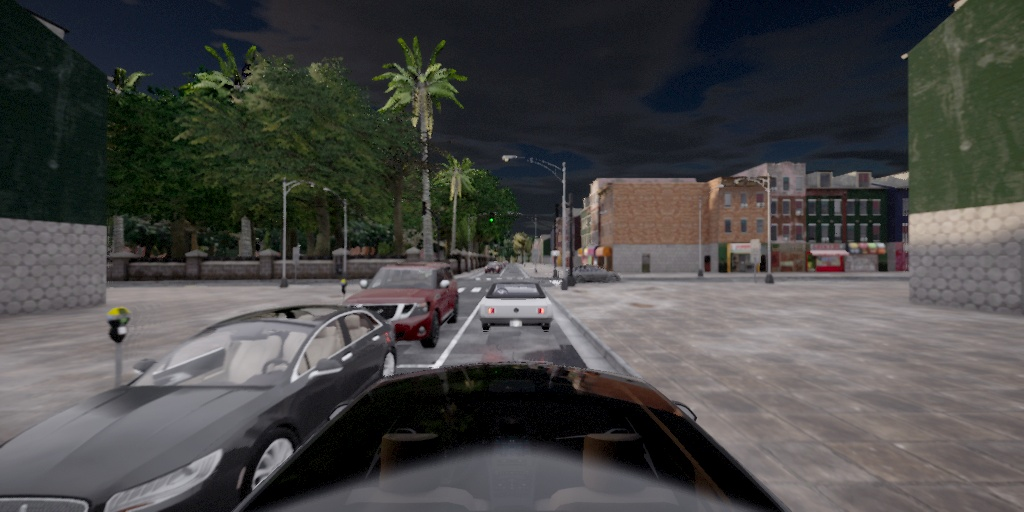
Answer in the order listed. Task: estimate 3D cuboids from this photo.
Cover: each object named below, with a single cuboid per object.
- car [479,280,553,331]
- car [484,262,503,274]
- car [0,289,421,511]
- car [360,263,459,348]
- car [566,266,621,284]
[{"bbox_3d":[0.105,1.403,11.136,1.895,1.301,4.718,0,0,0],"label":"car"},{"bbox_3d":[-2.610,1.524,47.685,1.967,1.591,4.097,0,0,0],"label":"car"},{"bbox_3d":[-2.636,1.313,4.076,2.007,1.370,4.403,0,0,0],"label":"car"},{"bbox_3d":[-2.633,1.107,9.539,2.192,1.841,5.009,0,0,0],"label":"car"},{"bbox_3d":[5.958,1.423,26.819,4.181,1.385,1.994,0,-1,-13],"label":"car"}]
